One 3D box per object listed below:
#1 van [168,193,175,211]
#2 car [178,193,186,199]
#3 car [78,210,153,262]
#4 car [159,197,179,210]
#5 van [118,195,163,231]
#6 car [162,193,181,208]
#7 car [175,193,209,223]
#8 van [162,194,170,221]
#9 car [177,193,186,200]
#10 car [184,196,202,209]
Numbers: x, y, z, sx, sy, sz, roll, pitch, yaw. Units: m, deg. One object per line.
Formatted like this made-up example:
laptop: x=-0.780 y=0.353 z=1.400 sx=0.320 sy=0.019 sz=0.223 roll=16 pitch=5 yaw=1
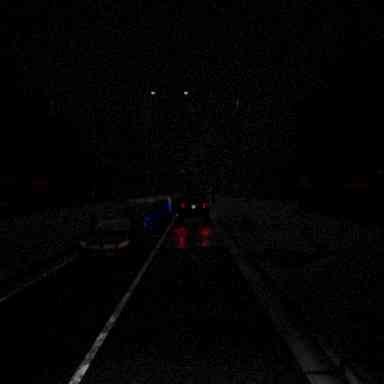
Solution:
van: x=-2.636 y=1.174 z=28.136 sx=1.690 sy=1.788 sz=3.998 roll=0 pitch=0 yaw=0
car: x=-2.634 y=1.062 z=88.365 sx=1.967 sy=1.590 sz=4.097 roll=0 pitch=0 yaw=0
car: x=-2.637 y=1.509 z=11.745 sx=1.802 sy=1.307 sz=4.206 roll=0 pitch=0 yaw=0
car: x=-2.635 y=1.322 z=39.066 sx=2.008 sy=1.369 sz=4.403 roll=0 pitch=0 yaw=0
van: x=-2.637 y=1.236 z=17.208 sx=1.690 sy=1.788 sz=3.998 roll=0 pitch=0 yaw=0
car: x=-2.636 y=1.059 z=44.528 sx=2.192 sy=1.841 sz=5.009 roll=0 pitch=0 yaw=0
car: x=0.101 y=1.072 z=24.396 sx=2.150 sy=2.045 sz=5.566 roll=0 pitch=0 yaw=0
van: x=-2.636 y=1.205 z=22.672 sx=1.690 sy=1.788 sz=3.998 roll=0 pitch=0 yaw=0
car: x=-2.636 y=1.068 z=82.678 sx=1.967 sy=1.590 sz=4.097 roll=0 pitch=0 yaw=0
car: x=0.102 y=1.252 z=41.328 sx=2.128 sy=1.511 sz=4.902 roll=0 pitch=0 yaw=0
